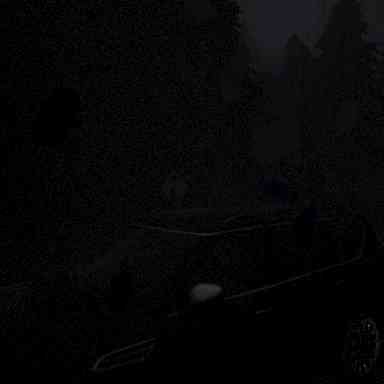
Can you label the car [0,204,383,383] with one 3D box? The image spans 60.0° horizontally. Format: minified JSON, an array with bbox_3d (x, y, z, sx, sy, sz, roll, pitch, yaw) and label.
[{"bbox_3d":[0.119,1.209,3.746,5.566,2.045,2.150,0,0,-36],"label":"car"}]
